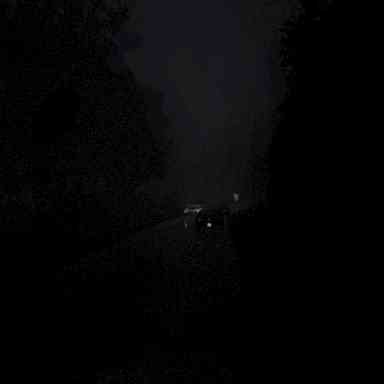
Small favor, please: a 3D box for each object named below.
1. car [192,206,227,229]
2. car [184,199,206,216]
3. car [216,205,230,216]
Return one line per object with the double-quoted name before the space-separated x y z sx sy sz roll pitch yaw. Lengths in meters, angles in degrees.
"car" 1.350 1.891 23.953 1.895 1.301 4.718 0 -1 5
"car" 0.493 1.841 40.294 2.150 2.045 5.566 0 -1 9
"car" 3.783 2.306 42.151 1.895 1.301 4.718 0 -1 9
